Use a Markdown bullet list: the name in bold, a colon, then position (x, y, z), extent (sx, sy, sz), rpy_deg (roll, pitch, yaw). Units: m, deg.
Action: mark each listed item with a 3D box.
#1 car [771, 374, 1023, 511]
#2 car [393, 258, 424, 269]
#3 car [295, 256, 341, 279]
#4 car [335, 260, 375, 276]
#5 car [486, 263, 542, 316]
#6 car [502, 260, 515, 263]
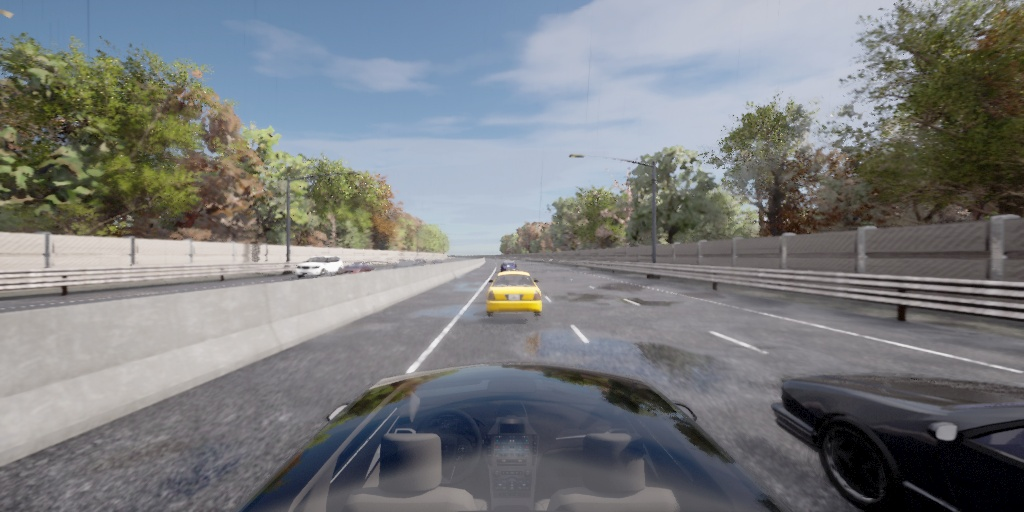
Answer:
- **car**: position (3.600, 1.296, 1.202), extent (2.033, 1.411, 5.357), rpy_deg (0, 0, 0)
- **car**: position (-10.964, 1.241, 37.543), extent (1.882, 1.535, 5.008), rpy_deg (0, 0, -1)
- **car**: position (-17.895, 0.983, 33.709), extent (2.150, 2.045, 5.566), rpy_deg (0, 0, -1)
- **car**: position (-14.392, 1.327, 33.622), extent (1.994, 1.385, 4.181), rpy_deg (0, 0, -1)
- **car**: position (0.054, 1.211, 13.237), extent (1.801, 1.575, 5.366), rpy_deg (0, 0, 0)
- **car**: position (-0.423, 1.270, 44.450), extent (2.163, 1.488, 4.792), rpy_deg (0, 0, -1)
